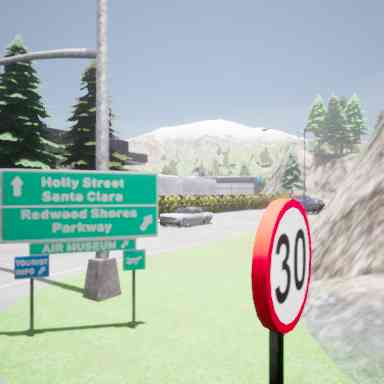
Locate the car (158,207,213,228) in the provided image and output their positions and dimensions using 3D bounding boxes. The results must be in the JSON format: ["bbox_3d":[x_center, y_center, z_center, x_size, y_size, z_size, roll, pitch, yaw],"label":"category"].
[{"bbox_3d":[-0.447,1.785,24.020,1.895,1.301,4.718,0,0,36],"label":"car"}]

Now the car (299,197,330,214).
[{"bbox_3d":[14.446,1.678,38.311,2.128,1.511,4.902,0,0,36],"label":"car"}]

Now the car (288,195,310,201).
[{"bbox_3d":[14.267,1.408,44.251,2.150,2.045,5.566,0,0,36],"label":"car"}]
